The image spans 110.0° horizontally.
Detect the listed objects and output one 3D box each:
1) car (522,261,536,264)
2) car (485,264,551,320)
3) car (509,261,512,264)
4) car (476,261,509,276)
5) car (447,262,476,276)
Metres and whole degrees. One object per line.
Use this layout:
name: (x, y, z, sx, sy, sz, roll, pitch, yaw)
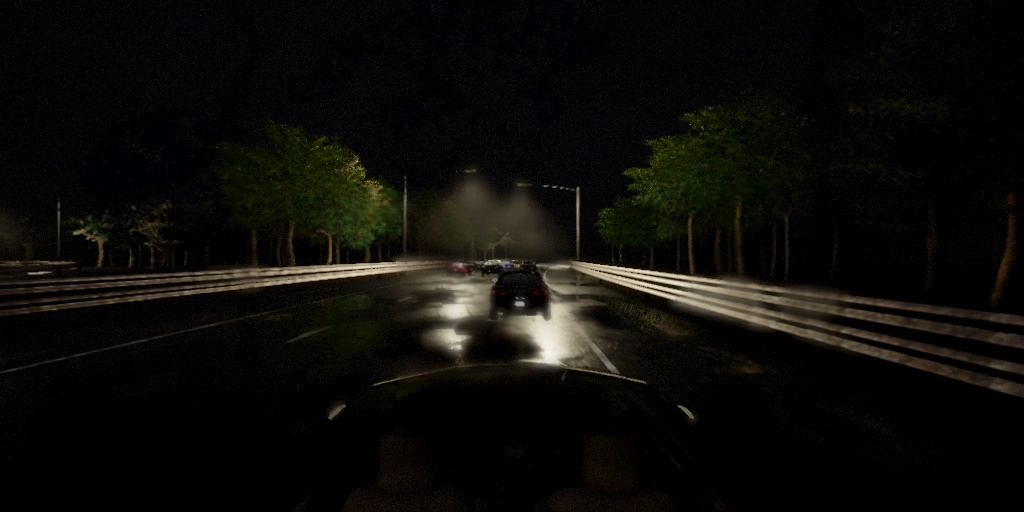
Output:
car: (1.818, 1.302, 38.648, 1.837, 1.490, 4.892, 0, 0, 6)
car: (0.307, 1.230, 12.727, 1.882, 1.535, 5.008, 0, 0, 2)
car: (-0.709, 1.368, 48.097, 2.033, 1.411, 5.357, 0, 0, 7)
car: (-1.906, 1.276, 36.713, 2.128, 1.511, 4.902, 0, 0, 6)
car: (-5.349, 1.347, 37.399, 1.994, 1.385, 4.181, 0, 0, 6)
